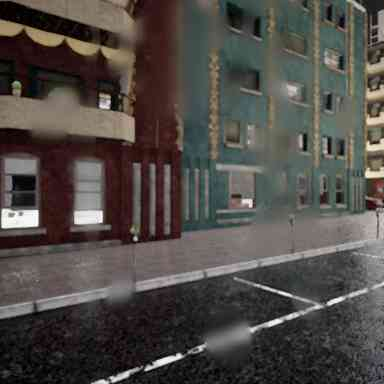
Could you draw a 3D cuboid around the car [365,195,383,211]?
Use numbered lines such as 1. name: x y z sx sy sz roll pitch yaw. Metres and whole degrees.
1. car: 15.696 0.908 32.218 2.192 1.841 5.009 0 0 -36
